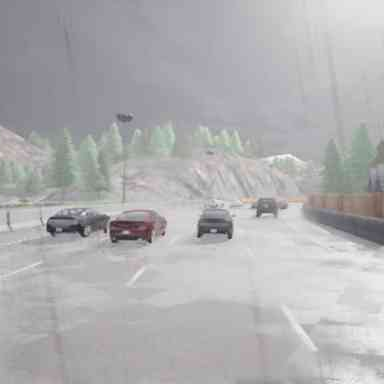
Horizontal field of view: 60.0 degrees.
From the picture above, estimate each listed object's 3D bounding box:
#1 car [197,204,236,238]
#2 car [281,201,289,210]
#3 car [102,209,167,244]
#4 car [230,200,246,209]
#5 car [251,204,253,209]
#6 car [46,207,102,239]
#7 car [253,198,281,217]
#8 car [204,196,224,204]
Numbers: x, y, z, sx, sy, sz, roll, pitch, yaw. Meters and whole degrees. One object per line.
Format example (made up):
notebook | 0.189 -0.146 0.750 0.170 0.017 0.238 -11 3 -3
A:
car | 1.401 1.688 18.854 1.837 1.490 4.892 0 0 8
car | 15.097 2.226 56.146 1.994 1.385 4.181 0 -1 23
car | -2.529 1.598 16.690 1.882 1.535 5.008 0 0 7
car | 7.963 2.122 57.706 1.812 1.442 4.674 0 -1 23
car | 11.533 2.194 57.050 1.994 1.385 4.181 0 -1 23
car | -5.942 1.587 18.081 2.128 1.511 4.902 0 0 7
car | 8.280 1.635 36.448 2.150 2.045 5.566 0 0 16
car | 3.835 1.773 57.691 2.150 2.045 5.566 0 -1 23
